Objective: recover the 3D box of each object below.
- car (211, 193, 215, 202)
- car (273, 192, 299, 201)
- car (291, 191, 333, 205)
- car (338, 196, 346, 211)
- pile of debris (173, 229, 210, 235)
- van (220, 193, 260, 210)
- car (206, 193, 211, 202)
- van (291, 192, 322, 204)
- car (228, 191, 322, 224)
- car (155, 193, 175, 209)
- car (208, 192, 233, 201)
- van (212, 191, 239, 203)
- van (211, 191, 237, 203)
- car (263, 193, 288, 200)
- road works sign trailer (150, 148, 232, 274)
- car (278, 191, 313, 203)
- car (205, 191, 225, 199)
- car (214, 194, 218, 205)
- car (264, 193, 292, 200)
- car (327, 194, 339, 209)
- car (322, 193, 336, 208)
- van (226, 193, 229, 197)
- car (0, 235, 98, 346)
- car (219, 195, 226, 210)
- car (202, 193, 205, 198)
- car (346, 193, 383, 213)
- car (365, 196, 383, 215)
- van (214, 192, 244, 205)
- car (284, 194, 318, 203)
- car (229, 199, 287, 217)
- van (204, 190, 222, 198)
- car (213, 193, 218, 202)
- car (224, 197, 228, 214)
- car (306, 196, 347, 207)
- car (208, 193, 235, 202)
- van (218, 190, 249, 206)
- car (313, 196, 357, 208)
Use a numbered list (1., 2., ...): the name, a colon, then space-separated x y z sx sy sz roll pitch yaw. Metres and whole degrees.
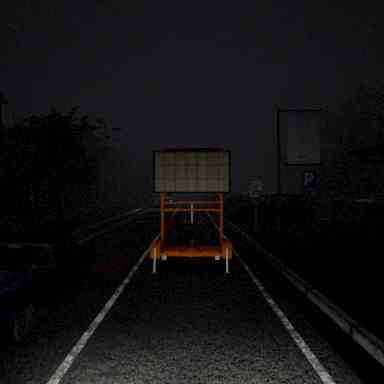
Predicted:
1. car: 5.586 1.228 48.497 4.892 1.521 2.231 0 1 0
2. car: 18.623 0.886 65.822 4.553 1.767 2.185 0 1 0
3. car: 18.674 0.939 51.942 5.566 2.045 2.435 0 1 0
4. car: 18.704 1.333 35.284 4.892 1.521 2.231 0 0 0
5. pile of debris: -0.040 2.101 17.537 1.860 0.140 1.500 0 0 0
6. van: 5.728 1.075 40.082 4.442 1.987 1.878 0 0 0
7. car: 5.529 0.910 54.102 5.566 2.045 2.435 0 1 0
8. van: 18.752 0.929 54.719 4.442 1.987 1.878 0 1 0
9. car: 5.649 1.140 23.260 5.566 2.045 2.435 0 0 0
10. car: -3.356 0.991 42.223 2.150 2.045 5.566 0 0 0
11. car: 5.545 0.891 65.317 4.553 1.767 2.185 0 1 0
12. van: 5.663 0.899 56.907 4.442 1.987 1.878 0 1 0
13. van: 5.652 0.863 59.710 4.442 1.987 1.878 0 1 0
14. car: 18.565 0.905 74.150 4.892 1.521 2.231 0 1 0
15. road works sign trailer: 0.000 0.435 10.484 2.380 3.560 2.880 0 0 1
16. car: 18.642 0.832 60.268 5.566 2.045 2.435 0 1 0
17. car: 5.428 0.710 79.332 4.553 1.767 2.185 0 1 0
18. car: 5.630 1.311 42.887 4.792 1.488 2.163 0 0 0
19. car: 18.385 0.937 71.373 5.366 1.575 1.946 0 1 0
20. car: 18.694 1.315 38.062 5.008 1.535 2.097 0 0 0
21. car: 18.873 1.293 40.839 5.366 1.575 1.946 0 0 0
22. van: 5.761 1.123 31.671 4.442 1.987 1.878 0 0 0
23. car: -3.366 1.587 6.434 1.895 1.301 4.718 0 0 0
24. car: 5.628 1.335 34.475 5.008 1.535 2.097 0 0 0
25. car: 5.464 0.693 70.921 5.566 2.045 2.435 0 1 0
26. car: 18.692 1.094 32.508 5.566 2.045 2.435 0 0 0
27. car: 18.737 1.360 29.734 5.008 1.535 2.097 0 0 0
28. van: 5.685 0.971 51.303 4.442 1.987 1.878 0 1 0
29. car: 18.810 1.116 57.496 5.366 1.575 1.946 0 1 0
30. car: 5.658 1.403 28.868 4.674 1.452 2.002 0 0 0
31. van: 5.321 0.538 84.936 4.442 1.987 1.878 0 1 0
32. car: 5.587 1.296 45.695 4.674 1.452 2.002 0 1 0
33. car: 5.481 1.374 26.064 5.366 1.575 1.946 0 0 0
34. car: 18.696 1.279 46.394 4.792 1.488 2.163 0 1 0
35. car: 5.518 1.054 62.516 4.892 1.521 2.231 0 1 0
36. van: 5.506 1.094 37.280 4.442 1.987 1.878 0 0 0
37. car: 18.648 1.307 43.611 4.792 1.488 2.163 0 1 0
